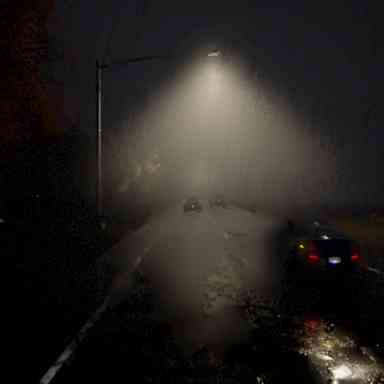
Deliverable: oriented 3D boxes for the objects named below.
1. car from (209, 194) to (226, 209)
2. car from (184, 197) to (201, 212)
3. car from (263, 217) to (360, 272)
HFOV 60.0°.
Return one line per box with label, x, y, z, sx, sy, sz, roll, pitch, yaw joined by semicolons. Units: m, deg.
car;3.596;1.258;47.101;2.150;2.045;5.566;0;0;0
car;0.097;1.595;39.362;1.994;1.385;4.181;0;0;0
car;3.596;1.538;10.676;1.812;1.442;4.674;0;0;0
